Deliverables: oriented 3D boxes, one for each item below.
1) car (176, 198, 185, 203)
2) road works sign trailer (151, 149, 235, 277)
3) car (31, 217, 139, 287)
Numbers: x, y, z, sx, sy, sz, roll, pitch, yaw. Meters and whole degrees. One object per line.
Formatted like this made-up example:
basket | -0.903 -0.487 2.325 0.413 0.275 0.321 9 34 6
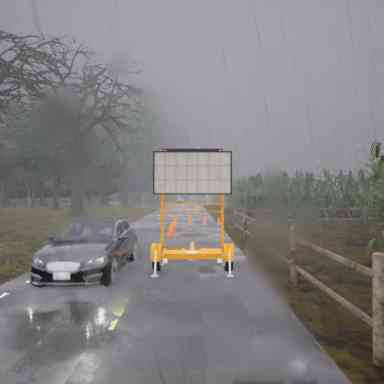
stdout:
car | -2.615 2.059 73.946 1.882 1.535 5.008 0 -1 0
road works sign trailer | 0.018 0.478 10.263 2.380 3.560 2.880 0 0 0
car | -2.731 1.503 9.438 2.128 1.511 4.902 0 0 0
